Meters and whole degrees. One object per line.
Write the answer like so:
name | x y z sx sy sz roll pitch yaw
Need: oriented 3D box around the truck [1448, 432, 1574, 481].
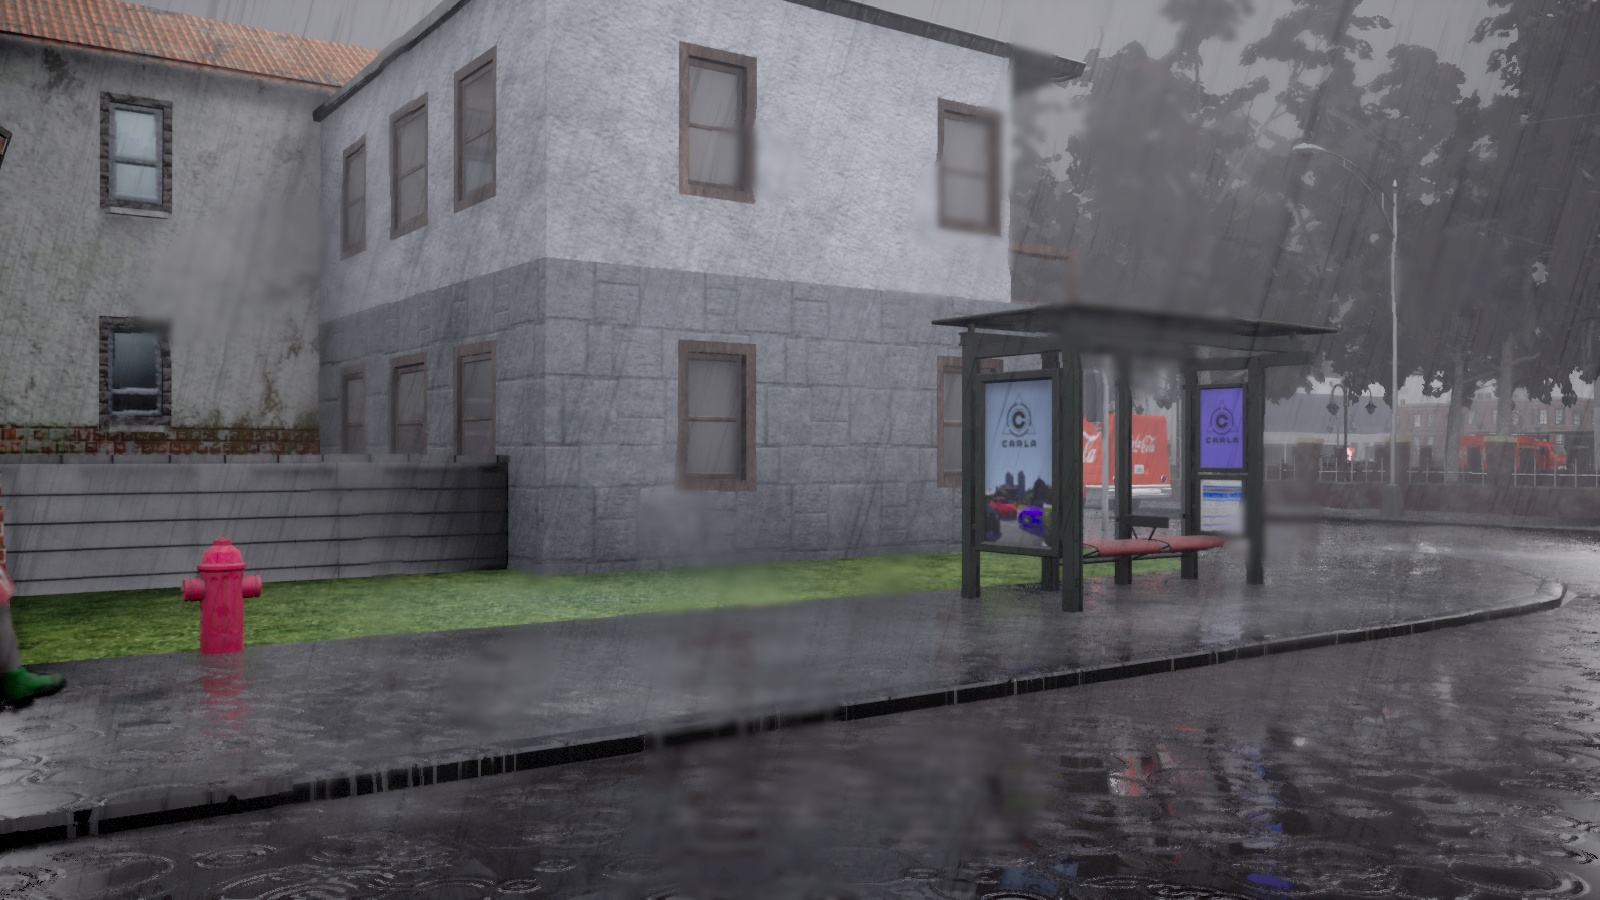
truck | 37.659 0.341 66.607 2.627 2.467 5.204 0 0 -35

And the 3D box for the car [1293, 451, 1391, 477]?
car | 32.083 0.815 74.473 2.128 1.511 4.902 0 0 -35

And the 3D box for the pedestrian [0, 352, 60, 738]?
pedestrian | -4.391 0.480 6.450 0.659 1.952 0.873 0 0 44
